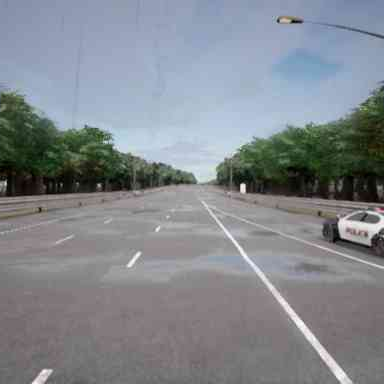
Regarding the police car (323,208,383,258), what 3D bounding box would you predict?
[{"bbox_3d":[6.688,1.351,12.195,2.038,1.542,4.974,1,1,-8],"label":"police car"}]
